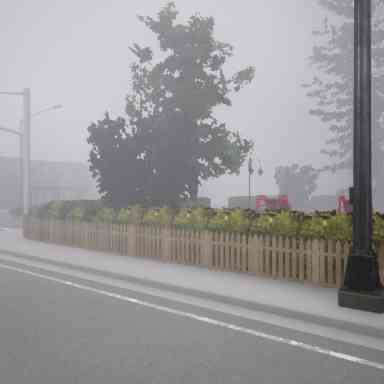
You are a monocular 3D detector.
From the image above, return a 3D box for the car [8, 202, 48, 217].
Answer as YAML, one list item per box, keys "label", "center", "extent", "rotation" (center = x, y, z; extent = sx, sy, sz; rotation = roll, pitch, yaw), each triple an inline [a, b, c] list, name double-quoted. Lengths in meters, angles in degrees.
- label: "car"
  center: [-14.002, 1.601, 30.308]
  extent: [1.895, 1.301, 4.718]
  rotation: [0, 0, 35]
